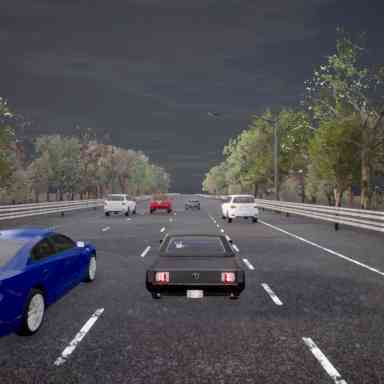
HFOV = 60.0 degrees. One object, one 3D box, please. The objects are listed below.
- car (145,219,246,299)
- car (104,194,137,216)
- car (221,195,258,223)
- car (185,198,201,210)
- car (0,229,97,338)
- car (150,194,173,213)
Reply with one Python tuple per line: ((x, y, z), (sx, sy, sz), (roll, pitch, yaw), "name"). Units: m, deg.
((0.099, 1.601, 8.380), (1.895, 1.301, 4.718), (0, 0, 1), "car")
((-6.902, 1.243, 32.483), (2.150, 2.045, 5.566), (0, 0, 1), "car")
((3.626, 1.236, 25.947), (2.150, 2.045, 5.566), (0, 0, -2), "car")
((0.112, 1.525, 42.938), (2.128, 1.511, 4.902), (0, 0, 0), "car")
((-3.397, 1.477, 6.687), (1.882, 1.535, 5.008), (0, 0, 0), "car")
((-3.386, 1.248, 37.037), (2.150, 2.045, 5.566), (0, 0, 0), "car")
